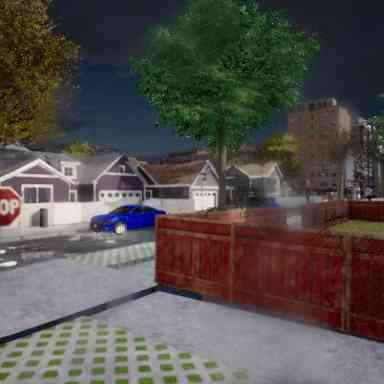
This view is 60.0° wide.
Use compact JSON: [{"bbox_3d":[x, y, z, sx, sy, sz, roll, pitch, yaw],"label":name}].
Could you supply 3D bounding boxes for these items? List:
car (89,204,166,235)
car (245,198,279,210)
[{"bbox_3d":[-3.589,1.493,19.359,1.882,1.535,5.008,0,0,36],"label":"car"},{"bbox_3d":[7.330,1.386,34.500,2.097,1.767,4.553,0,0,36],"label":"car"}]
